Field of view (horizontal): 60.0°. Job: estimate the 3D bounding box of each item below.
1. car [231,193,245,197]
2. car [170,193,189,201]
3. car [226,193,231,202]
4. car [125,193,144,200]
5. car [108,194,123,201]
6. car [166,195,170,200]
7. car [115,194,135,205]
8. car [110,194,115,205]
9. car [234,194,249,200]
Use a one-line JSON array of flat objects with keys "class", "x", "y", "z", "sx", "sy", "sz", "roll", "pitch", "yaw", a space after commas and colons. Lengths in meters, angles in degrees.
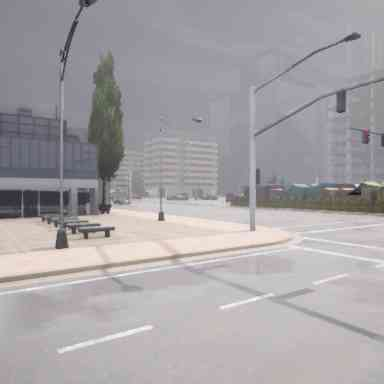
[{"class": "car", "x": 9.958, "y": 1.392, "z": 63.552, "sx": 3.806, "sy": 1.475, "sz": 1.970, "roll": 0, "pitch": 0, "yaw": -34}, {"class": "car", "x": -2.654, "y": 1.153, "z": 82.209, "sx": 3.866, "sy": 1.878, "sz": 1.905, "roll": 0, "pitch": 0, "yaw": -34}, {"class": "car", "x": 8.348, "y": 1.153, "z": 65.959, "sx": 3.866, "sy": 1.878, "sz": 1.905, "roll": 0, "pitch": 0, "yaw": -34}, {"class": "car", "x": -16.325, "y": 1.198, "z": 93.404, "sx": 5.566, "sy": 2.045, "sz": 2.150, "roll": 0, "pitch": 0, "yaw": -34}, {"class": "car", "x": -18.504, "y": 1.335, "z": 80.306, "sx": 1.837, "sy": 1.490, "sz": 4.892, "roll": 0, "pitch": 0, "yaw": -34}, {"class": "car", "x": -4.227, "y": 1.150, "z": 84.639, "sx": 4.605, "sy": 1.855, "sz": 1.932, "roll": 0, "pitch": 0, "yaw": -34}, {"class": "car", "x": -12.170, "y": 1.524, "z": 57.537, "sx": 2.128, "sy": 1.511, "sz": 4.902, "roll": 0, "pitch": 0, "yaw": -33}, {"class": "car", "x": -15.137, "y": 1.411, "z": 55.680, "sx": 2.097, "sy": 1.767, "sz": 4.553, "roll": 0, "pitch": 0, "yaw": -33}, {"class": "car", "x": 13.341, "y": 1.392, "z": 89.731, "sx": 3.806, "sy": 1.475, "sz": 1.970, "roll": 0, "pitch": 0, "yaw": -34}]
